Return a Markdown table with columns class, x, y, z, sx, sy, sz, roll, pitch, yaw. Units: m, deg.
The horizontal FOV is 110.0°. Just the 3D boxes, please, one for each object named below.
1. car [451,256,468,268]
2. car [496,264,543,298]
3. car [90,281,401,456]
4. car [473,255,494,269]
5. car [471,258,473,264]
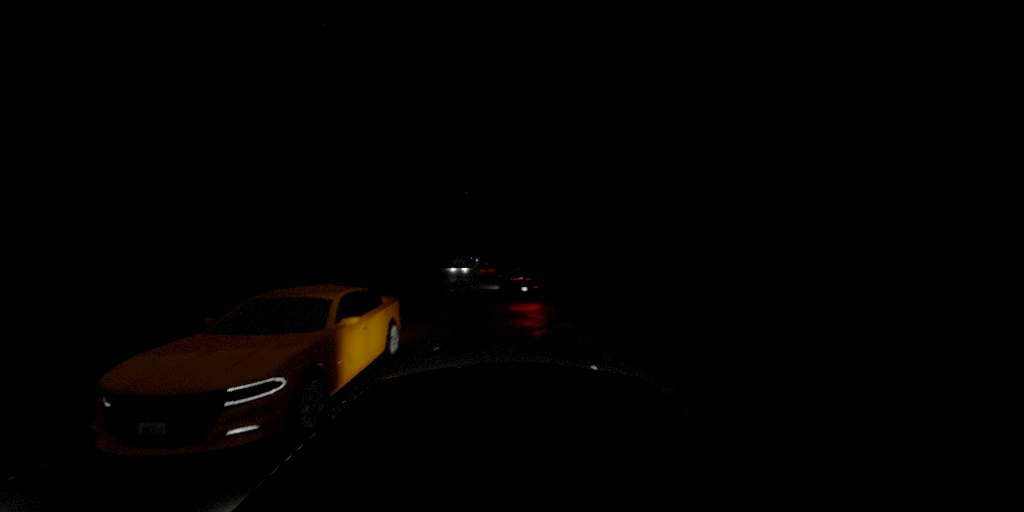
| class | x | y | z | sx | sy | sz | roll | pitch | yaw |
| --- | --- | --- | --- | --- | --- | --- | --- | --- | --- |
| car | -6.885 | 0.786 | 46.981 | 1.812 | 1.442 | 4.674 | -1 | 1 | -8 |
| car | 0.345 | 1.144 | 17.690 | 1.837 | 1.490 | 4.892 | -1 | 1 | -5 |
| car | -3.218 | 1.224 | 5.623 | 1.882 | 1.535 | 5.008 | 0 | 0 | -2 |
| car | -3.402 | 0.754 | 45.263 | 2.128 | 1.511 | 4.902 | -1 | 1 | -8 |
| car | -5.174 | 0.580 | 55.801 | 2.033 | 1.411 | 5.357 | -1 | 2 | -14 |
